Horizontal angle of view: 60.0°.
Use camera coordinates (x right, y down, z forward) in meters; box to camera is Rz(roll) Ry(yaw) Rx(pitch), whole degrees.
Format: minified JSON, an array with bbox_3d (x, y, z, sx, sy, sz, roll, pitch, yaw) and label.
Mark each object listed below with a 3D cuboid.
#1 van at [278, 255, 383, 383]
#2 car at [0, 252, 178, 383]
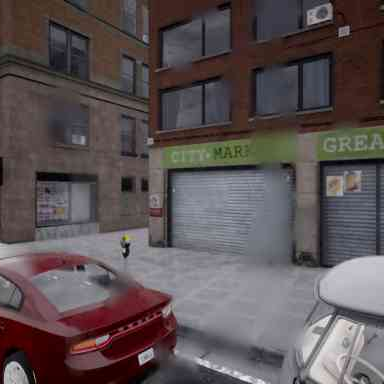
[{"bbox_3d":[2.328,1.341,1.417,3.998,1.788,1.690,0,0,35],"label":"van"},{"bbox_3d":[-2.282,1.544,4.701,4.507,1.381,1.887,0,0,35],"label":"car"}]
